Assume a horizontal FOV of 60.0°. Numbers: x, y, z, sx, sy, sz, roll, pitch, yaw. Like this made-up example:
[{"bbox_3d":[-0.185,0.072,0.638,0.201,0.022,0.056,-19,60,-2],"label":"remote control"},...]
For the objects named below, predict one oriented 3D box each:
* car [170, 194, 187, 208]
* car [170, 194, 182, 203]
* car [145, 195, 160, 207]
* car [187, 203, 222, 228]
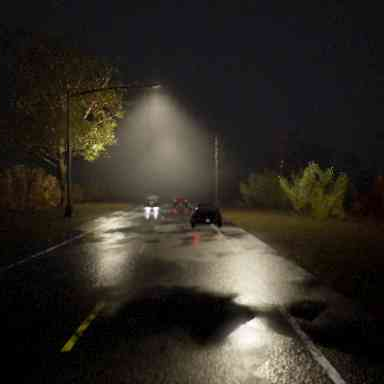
[{"bbox_3d":[-1.569,1.263,43.706,1.812,1.442,4.674,0,0,-4],"label":"car"},{"bbox_3d":[-2.747,1.136,57.864,1.837,1.490,4.892,0,0,-6],"label":"car"},{"bbox_3d":[-5.316,1.223,44.876,2.128,1.511,4.902,0,0,-4],"label":"car"},{"bbox_3d":[0.822,1.414,21.204,1.812,1.442,4.674,0,0,-2],"label":"car"}]
